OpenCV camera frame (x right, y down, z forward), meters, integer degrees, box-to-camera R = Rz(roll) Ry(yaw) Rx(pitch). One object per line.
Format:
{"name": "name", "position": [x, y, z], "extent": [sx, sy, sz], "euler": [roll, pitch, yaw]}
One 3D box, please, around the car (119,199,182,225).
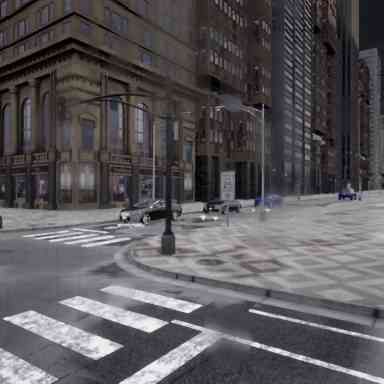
{"name": "car", "position": [-2.616, 1.236, 21.893], "extent": [2.128, 1.511, 4.902], "euler": [0, 1, 36]}

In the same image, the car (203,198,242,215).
{"name": "car", "position": [2.718, 1.185, 29.342], "extent": [1.994, 1.385, 4.181], "euler": [0, 1, 36]}

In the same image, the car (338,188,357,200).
{"name": "car", "position": [27.047, 0.361, 57.845], "extent": [2.150, 2.045, 5.566], "euler": [0, 1, 36]}

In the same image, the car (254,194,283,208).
{"name": "car", "position": [8.749, 0.961, 37.766], "extent": [1.882, 1.535, 5.008], "euler": [0, 1, 36]}
